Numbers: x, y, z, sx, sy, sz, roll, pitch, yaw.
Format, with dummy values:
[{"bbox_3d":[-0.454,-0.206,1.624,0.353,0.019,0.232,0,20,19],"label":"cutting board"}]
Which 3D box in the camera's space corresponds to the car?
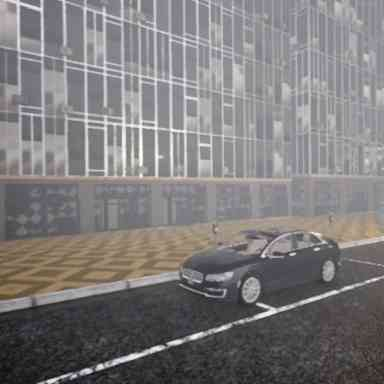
[{"bbox_3d":[1.754,1.526,7.820,4.403,1.369,2.008,0,0,-35],"label":"car"}]
